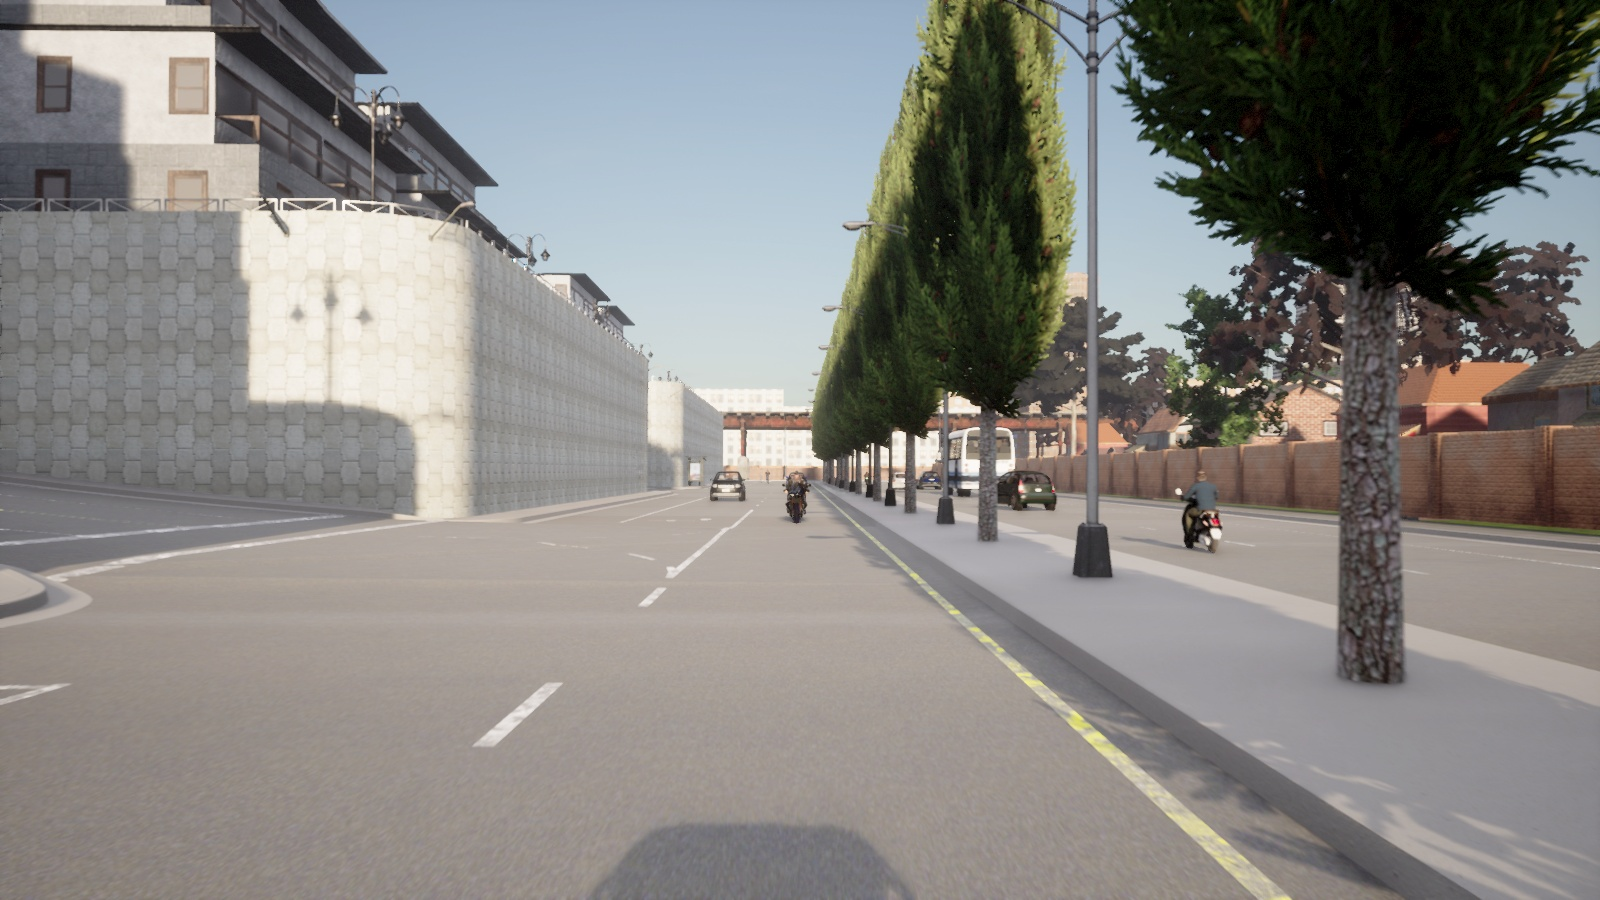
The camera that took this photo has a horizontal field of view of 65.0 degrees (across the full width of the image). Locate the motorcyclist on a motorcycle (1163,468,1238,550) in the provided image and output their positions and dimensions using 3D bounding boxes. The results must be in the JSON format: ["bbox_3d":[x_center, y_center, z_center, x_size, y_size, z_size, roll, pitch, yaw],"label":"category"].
[{"bbox_3d":[7.995,1.157,25.167,0.866,1.590,1.817,0,-1,-2],"label":"motorcyclist on a motorcycle"}]

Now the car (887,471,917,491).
[{"bbox_3d":[7.767,2.359,96.189,1.970,1.475,3.806,0,-1,0],"label":"car"}]

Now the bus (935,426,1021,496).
[{"bbox_3d":[11.285,0.748,80.916,3.944,4.253,10.273,0,-1,0],"label":"bus"}]

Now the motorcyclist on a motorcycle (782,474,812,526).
[{"bbox_3d":[-0.092,1.483,37.780,0.866,1.530,2.191,0,-1,0],"label":"motorcyclist on a motorcycle"}]

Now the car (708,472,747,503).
[{"bbox_3d":[-3.656,1.882,64.138,1.789,1.549,3.705,0,-1,0],"label":"car"}]

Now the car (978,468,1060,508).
[{"bbox_3d":[9.029,1.548,52.030,1.851,1.617,3.988,0,-1,-14],"label":"car"}]
